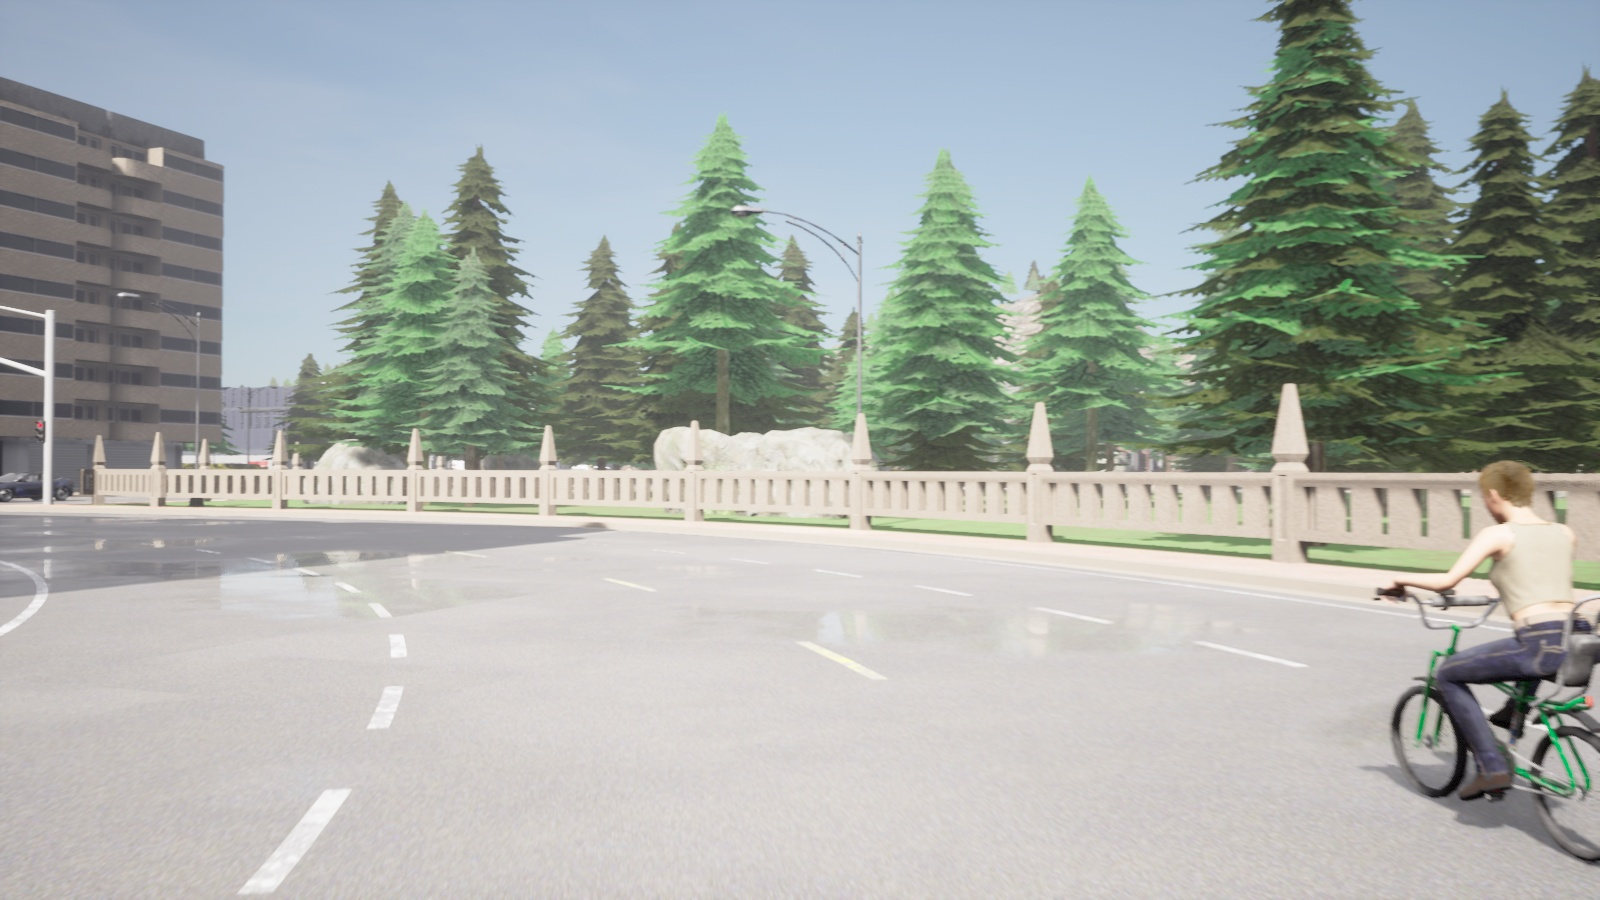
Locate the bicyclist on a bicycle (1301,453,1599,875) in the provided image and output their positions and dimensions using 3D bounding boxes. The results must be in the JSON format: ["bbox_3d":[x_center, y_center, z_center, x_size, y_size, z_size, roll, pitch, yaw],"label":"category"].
[{"bbox_3d":[3.076,0.830,5.634,0.866,1.612,1.509,-1,-1,-8],"label":"bicyclist on a bicycle"}]

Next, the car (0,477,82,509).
[{"bbox_3d":[-38.259,2.098,61.768,2.163,1.488,4.792,-1,-1,20],"label":"car"}]
